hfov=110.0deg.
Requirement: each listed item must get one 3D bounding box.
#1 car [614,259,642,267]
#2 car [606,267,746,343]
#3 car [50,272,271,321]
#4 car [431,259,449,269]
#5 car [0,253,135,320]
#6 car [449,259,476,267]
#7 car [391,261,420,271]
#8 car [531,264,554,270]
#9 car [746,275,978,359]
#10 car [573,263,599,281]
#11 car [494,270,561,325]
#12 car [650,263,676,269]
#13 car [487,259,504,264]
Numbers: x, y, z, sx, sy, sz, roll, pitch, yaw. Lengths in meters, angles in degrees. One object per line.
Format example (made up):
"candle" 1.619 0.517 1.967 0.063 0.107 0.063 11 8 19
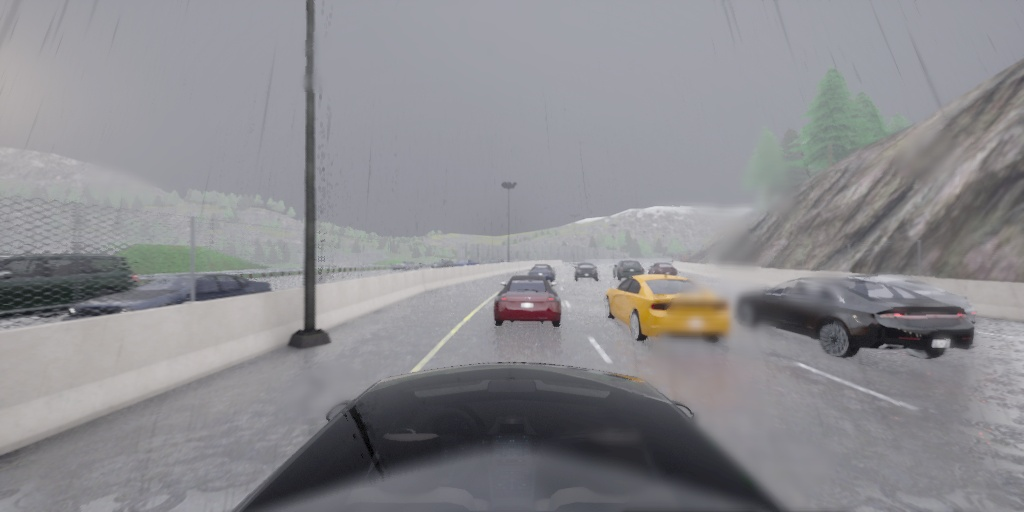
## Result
"car" 9.823 1.140 30.404 2.097 1.767 4.553 0 0 10
"car" 3.908 1.241 9.848 1.882 1.535 5.008 0 0 3
"car" -10.243 1.278 11.519 2.033 1.411 5.357 0 0 3
"car" -10.230 1.243 53.045 2.128 1.511 4.902 0 0 16
"car" -13.821 0.942 9.884 2.150 2.045 5.566 0 0 3
"car" -6.873 1.237 52.099 1.882 1.535 5.008 0 0 16
"car" -14.786 1.340 49.724 1.895 1.301 4.718 0 0 15
"car" 2.450 1.334 28.803 1.994 1.385 4.181 0 0 9
"car" 7.342 1.263 8.467 2.128 1.511 4.902 0 0 2
"car" 6.284 1.306 30.537 1.812 1.442 4.674 0 0 10
"car" 0.535 1.320 11.831 1.994 1.385 4.181 0 0 3
"car" 13.892 1.325 33.104 1.812 1.442 4.674 0 0 11
"car" -2.483 1.276 54.608 1.837 1.490 4.892 0 0 17
